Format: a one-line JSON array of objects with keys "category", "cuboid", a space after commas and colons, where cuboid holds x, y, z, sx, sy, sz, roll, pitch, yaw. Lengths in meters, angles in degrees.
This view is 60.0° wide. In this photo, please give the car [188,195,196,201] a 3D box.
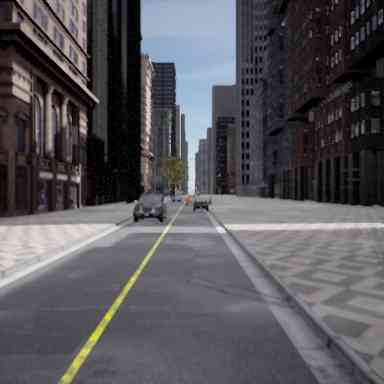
[{"category": "car", "cuboid": [-0.029, 1.433, 84.134, 1.994, 1.385, 4.181, 0, 0, 0]}]

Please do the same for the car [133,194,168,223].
[{"category": "car", "cuboid": [-3.106, 1.208, 25.675, 2.150, 2.045, 5.566, 0, 0, 0]}]

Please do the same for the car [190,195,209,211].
[{"category": "car", "cuboid": [1.036, 1.490, 39.554, 1.837, 1.490, 4.892, 0, 0, 0]}]

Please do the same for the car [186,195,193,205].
[{"category": "car", "cuboid": [-0.020, 1.340, 57.775, 2.097, 1.767, 4.553, 0, 0, 0]}]

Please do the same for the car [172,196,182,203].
[{"category": "car", "cuboid": [-3.029, 1.472, 67.417, 1.882, 1.535, 5.008, 0, 0, 0]}]
